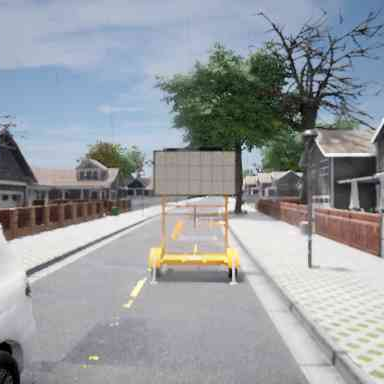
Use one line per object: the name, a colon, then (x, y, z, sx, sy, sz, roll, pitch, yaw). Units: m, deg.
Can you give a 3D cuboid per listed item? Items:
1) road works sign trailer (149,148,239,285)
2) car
road works sign trailer: (0.088, 0.522, 9.710, 2.380, 3.560, 2.880, 0, 0, 2)
car: (-2.704, 1.231, 1.229, 2.150, 2.045, 5.566, 0, 0, 0)
